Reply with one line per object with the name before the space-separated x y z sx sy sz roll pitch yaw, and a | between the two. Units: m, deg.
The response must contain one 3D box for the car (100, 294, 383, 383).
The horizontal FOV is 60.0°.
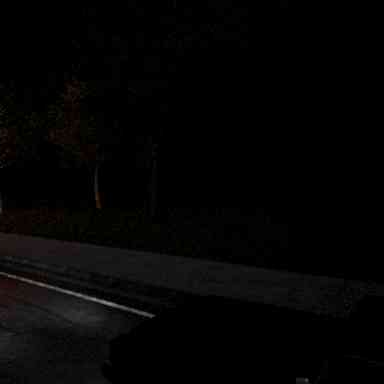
car | 1.440 1.602 2.661 4.718 1.301 1.895 0 0 36
